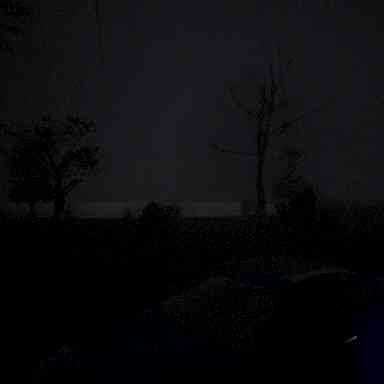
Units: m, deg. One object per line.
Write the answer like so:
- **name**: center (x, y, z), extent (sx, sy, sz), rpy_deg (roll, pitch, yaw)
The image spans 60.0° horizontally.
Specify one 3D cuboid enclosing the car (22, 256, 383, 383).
- **car**: center (0.728, 1.524, 3.591), extent (4.674, 1.442, 1.812), rpy_deg (0, 0, -36)
